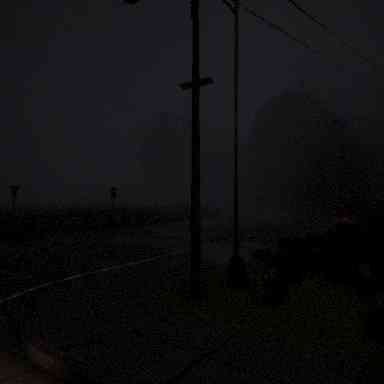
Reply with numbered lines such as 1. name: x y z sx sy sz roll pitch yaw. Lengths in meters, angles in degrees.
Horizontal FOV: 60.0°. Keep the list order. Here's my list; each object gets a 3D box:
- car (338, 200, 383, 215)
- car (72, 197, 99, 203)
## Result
1. car: 15.933 1.454 30.834 4.902 1.511 2.128 0 0 -16
2. car: -16.206 1.561 50.624 4.892 1.490 1.837 0 0 33
